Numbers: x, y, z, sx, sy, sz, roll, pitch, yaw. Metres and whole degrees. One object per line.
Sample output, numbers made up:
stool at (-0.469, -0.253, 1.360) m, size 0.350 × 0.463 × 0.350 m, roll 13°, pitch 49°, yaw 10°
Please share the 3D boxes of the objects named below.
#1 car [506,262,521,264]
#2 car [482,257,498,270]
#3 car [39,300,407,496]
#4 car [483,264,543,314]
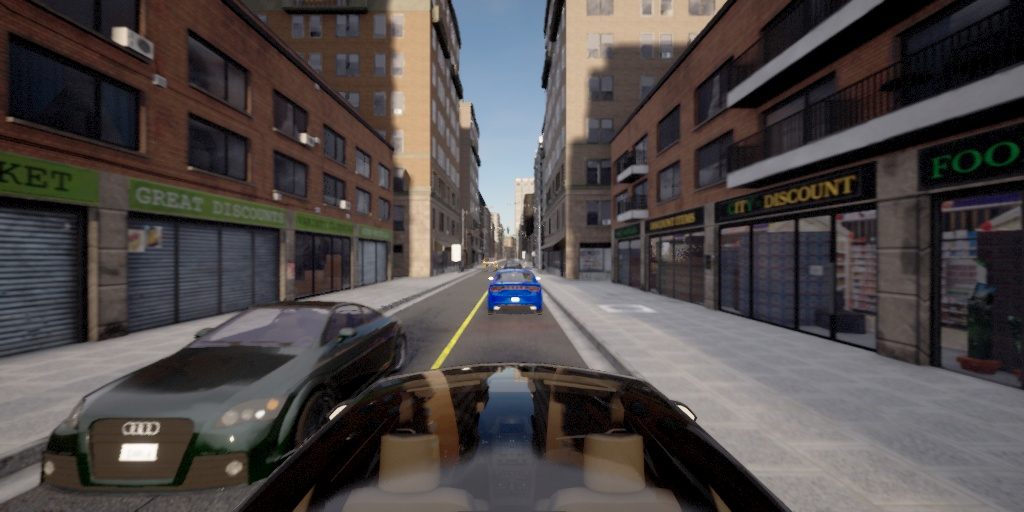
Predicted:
car at (0.103, 1.267, 30.750) m, size 1.837 × 1.490 × 4.892 m, roll 0°, pitch 0°, yaw 0°
car at (-2.745, 0.911, 45.651) m, size 1.882 × 1.535 × 5.008 m, roll 0°, pitch 0°, yaw 0°
car at (-2.850, 1.315, 4.733) m, size 1.994 × 1.385 × 4.181 m, roll 0°, pitch 0°, yaw 0°
car at (0.101, 1.231, 13.803) m, size 1.882 × 1.535 × 5.008 m, roll 0°, pitch 0°, yaw 0°
